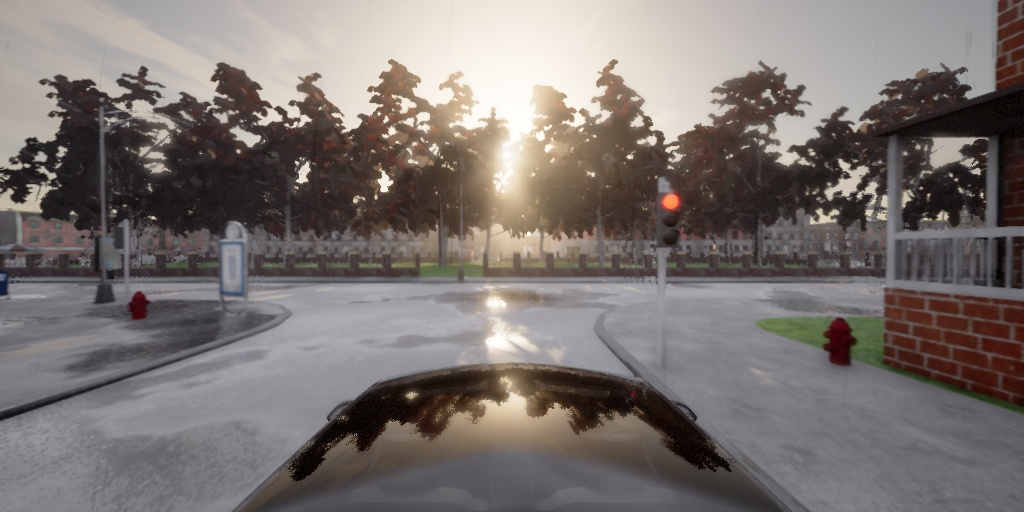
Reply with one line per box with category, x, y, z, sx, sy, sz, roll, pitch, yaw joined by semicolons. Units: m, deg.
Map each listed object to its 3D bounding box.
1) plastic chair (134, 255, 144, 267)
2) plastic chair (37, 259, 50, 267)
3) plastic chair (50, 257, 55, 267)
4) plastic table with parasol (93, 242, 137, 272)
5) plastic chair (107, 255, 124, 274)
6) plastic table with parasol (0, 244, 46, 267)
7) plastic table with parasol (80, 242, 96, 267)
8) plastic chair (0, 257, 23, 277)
plastic chair;-38.194;0.764;36.365;0.730;1.272;0.750;0;0;-40
plastic chair;-40.930;0.860;31.044;0.730;1.272;0.750;0;0;-40
plastic chair;-46.423;0.771;35.760;0.730;1.272;0.750;0;0;-40
plastic table with parasol;-39.191;0.173;35.632;2.482;2.480;2.482;0;0;-40
plastic chair;-38.289;0.800;34.659;0.750;1.272;0.730;0;0;-35
plastic table with parasol;-41.927;0.245;30.311;2.482;2.480;2.482;0;0;-40
plastic table with parasol;-43.613;0.059;38.273;2.482;2.480;2.482;0;0;-39
plastic chair;-41.026;0.892;29.338;0.750;1.272;0.730;0;0;-35
